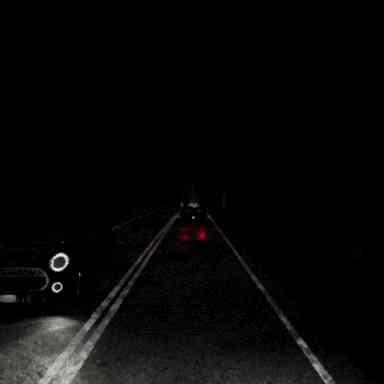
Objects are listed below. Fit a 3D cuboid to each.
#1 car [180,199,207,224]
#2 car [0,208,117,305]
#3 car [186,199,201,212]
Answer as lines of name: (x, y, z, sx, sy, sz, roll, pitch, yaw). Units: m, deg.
car: (0.109, 1.542, 24.925, 2.128, 1.511, 4.902, 0, 0, 0)
car: (-3.349, 1.353, 8.311, 2.097, 1.767, 4.553, 0, 0, 0)
car: (0.227, 1.690, 43.059, 1.812, 1.442, 4.674, 0, 0, 1)
